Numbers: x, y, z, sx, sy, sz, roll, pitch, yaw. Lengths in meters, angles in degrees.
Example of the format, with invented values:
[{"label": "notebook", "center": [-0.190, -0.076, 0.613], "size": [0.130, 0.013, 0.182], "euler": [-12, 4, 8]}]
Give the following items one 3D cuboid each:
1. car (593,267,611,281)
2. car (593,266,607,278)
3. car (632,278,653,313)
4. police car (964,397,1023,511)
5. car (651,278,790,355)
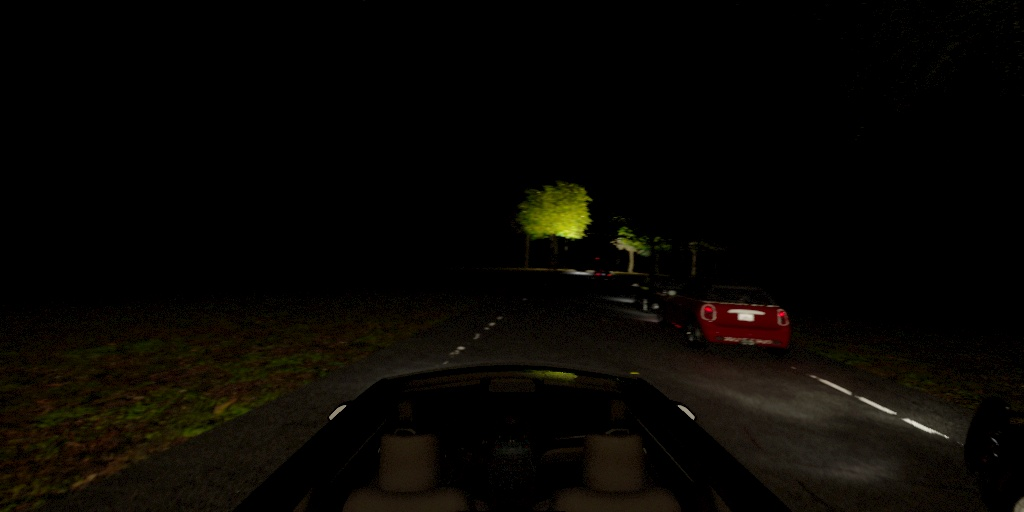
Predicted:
[{"label": "car", "center": [10.967, 2.222, 43.283], "size": [2.033, 1.411, 5.357], "euler": [3, 0, 12]}, {"label": "car", "center": [13.307, 2.366, 54.401], "size": [1.882, 1.535, 5.008], "euler": [3, -1, 13]}, {"label": "car", "center": [6.725, 1.723, 16.260], "size": [1.837, 1.490, 4.892], "euler": [3, -1, 10]}, {"label": "police car", "center": [4.191, 1.371, 0.639], "size": [1.930, 1.638, 5.238], "euler": [3, -1, 9]}, {"label": "car", "center": [5.729, 1.464, 10.341], "size": [2.097, 1.767, 4.553], "euler": [3, -1, 9]}]
